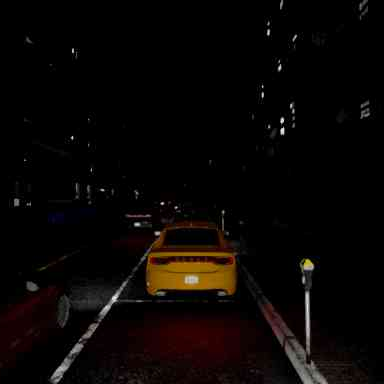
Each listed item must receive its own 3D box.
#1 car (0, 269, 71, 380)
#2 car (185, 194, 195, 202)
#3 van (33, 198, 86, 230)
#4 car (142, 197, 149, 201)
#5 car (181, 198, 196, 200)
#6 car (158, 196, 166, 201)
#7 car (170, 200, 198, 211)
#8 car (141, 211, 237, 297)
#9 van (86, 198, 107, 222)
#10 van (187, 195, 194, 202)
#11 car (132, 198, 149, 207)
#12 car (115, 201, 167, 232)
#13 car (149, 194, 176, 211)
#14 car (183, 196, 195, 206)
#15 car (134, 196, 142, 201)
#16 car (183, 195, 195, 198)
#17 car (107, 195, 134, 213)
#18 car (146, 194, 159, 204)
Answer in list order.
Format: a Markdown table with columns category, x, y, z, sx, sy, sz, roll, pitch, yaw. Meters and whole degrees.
| category | x | y | z | sx | sy | sz | roll | pitch | yaw |
| --- | --- | --- | --- | --- | --- | --- | --- | --- | --- |
| car | -2.933 | 1.528 | 3.713 | 1.812 | 1.442 | 4.674 | 0 | 0 | 0 |
| car | -0.474 | 1.521 | 81.536 | 2.192 | 1.841 | 5.009 | 1 | 0 | 0 |
| van | -8.313 | 1.359 | 20.753 | 1.690 | 1.788 | 3.998 | 2 | 0 | 0 |
| car | -5.774 | 1.228 | 46.804 | 2.033 | 1.411 | 5.357 | 0 | 0 | 0 |
| car | -0.439 | 1.582 | 31.754 | 1.887 | 1.381 | 4.507 | 1 | 0 | 0 |
| car | -8.328 | 1.847 | 92.652 | 1.802 | 1.307 | 4.206 | 1 | 0 | 0 |
| car | -0.438 | 1.572 | 26.224 | 1.887 | 1.381 | 4.507 | 1 | 0 | 0 |
| car | -0.006 | 1.482 | 8.653 | 1.882 | 1.535 | 5.008 | 0 | 0 | 0 |
| van | -8.314 | 1.368 | 26.285 | 1.690 | 1.788 | 3.998 | 1 | 0 | 0 |
| van | -0.476 | 1.575 | 87.068 | 1.690 | 1.788 | 3.998 | 1 | 0 | 0 |
| car | -8.323 | 1.660 | 53.938 | 1.947 | 1.339 | 4.313 | 1 | 0 | 0 |
| car | -2.923 | 1.508 | 20.184 | 2.128 | 1.511 | 4.902 | 0 | 0 | 0 |
| car | -3.023 | 1.271 | 36.708 | 2.150 | 2.045 | 5.566 | 0 | 0 | 0 |
| car | -0.474 | 1.553 | 59.411 | 1.967 | 1.590 | 4.097 | 1 | 0 | 0 |
| car | -8.315 | 1.379 | 42.875 | 2.192 | 1.841 | 5.009 | 1 | 0 | 0 |
| car | -0.430 | 1.490 | 37.286 | 1.967 | 1.590 | 4.097 | 1 | 0 | 0 |
| car | -8.315 | 1.365 | 37.346 | 2.192 | 1.841 | 5.009 | 1 | 0 | 0 |
| car | -8.319 | 1.471 | 70.528 | 2.192 | 1.841 | 5.009 | 1 | 0 | 0 |
